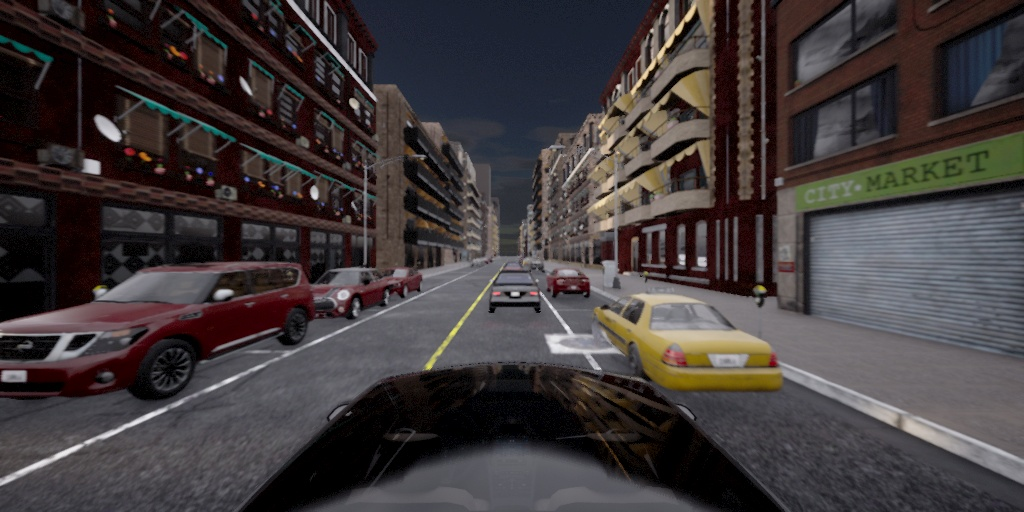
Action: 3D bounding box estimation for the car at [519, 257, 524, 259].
[{"bbox_3d":[2.684,1.012,63.142,1.751,1.417,4.829,0,0,0],"label":"car"}]

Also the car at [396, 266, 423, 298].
[{"bbox_3d":[-5.693,1.227,17.887,1.888,1.381,4.507,0,0,0],"label":"car"}]

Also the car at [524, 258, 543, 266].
[{"bbox_3d":[2.686,1.136,40.427,2.007,1.370,4.403,0,0,0],"label":"car"}]

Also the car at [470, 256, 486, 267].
[{"bbox_3d":[-5.697,1.062,57.339,2.007,1.370,4.403,0,0,0],"label":"car"}]

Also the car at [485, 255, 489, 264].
[{"bbox_3d":[-5.698,1.037,62.976,2.007,1.370,4.403,0,0,0],"label":"car"}]

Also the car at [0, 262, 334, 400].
[{"bbox_3d":[-5.692,1.044,6.614,2.192,1.841,5.009,0,0,0],"label":"car"}]

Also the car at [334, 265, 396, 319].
[{"bbox_3d":[-5.693,1.145,12.249,1.967,1.591,4.097,0,0,0],"label":"car"}]

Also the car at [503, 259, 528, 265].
[{"bbox_3d":[0.098,1.188,31.444,1.994,1.385,4.181,0,0,0],"label":"car"}]

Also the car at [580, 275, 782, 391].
[{"bbox_3d":[2.689,1.255,6.781,1.751,1.417,4.829,0,0,0],"label":"car"}]

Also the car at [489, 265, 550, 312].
[{"bbox_3d":[0.100,1.246,13.907,2.033,1.411,5.357,0,0,0],"label":"car"}]

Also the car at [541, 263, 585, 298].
[{"bbox_3d":[2.687,1.227,17.883,1.888,1.381,4.507,0,0,0],"label":"car"}]
